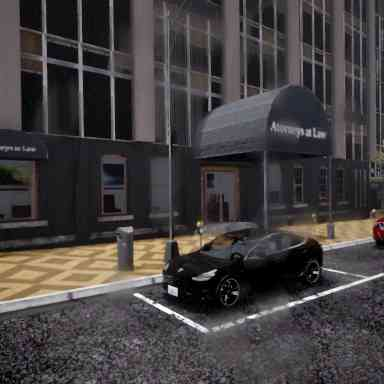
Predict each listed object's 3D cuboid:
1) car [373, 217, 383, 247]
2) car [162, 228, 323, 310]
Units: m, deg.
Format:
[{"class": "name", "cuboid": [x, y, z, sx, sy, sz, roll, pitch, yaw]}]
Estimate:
[{"class": "car", "cuboid": [9.633, 1.310, 14.045, 5.009, 1.841, 2.192, 0, -1, -37]}, {"class": "car", "cuboid": [1.360, 1.564, 7.838, 4.313, 1.339, 1.947, 0, -1, -37]}]
